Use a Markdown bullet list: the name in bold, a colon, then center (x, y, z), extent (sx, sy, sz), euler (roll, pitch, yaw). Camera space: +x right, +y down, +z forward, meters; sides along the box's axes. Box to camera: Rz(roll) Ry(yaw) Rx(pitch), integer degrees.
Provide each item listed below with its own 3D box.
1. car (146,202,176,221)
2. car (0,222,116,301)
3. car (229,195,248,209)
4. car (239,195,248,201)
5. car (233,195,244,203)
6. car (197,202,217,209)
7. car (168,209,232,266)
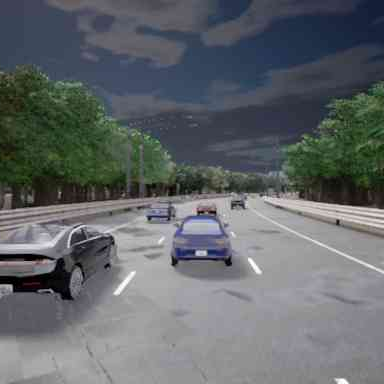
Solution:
- **car**: center (-2.410, 1.539, 27.107), extent (2.033, 1.411, 5.357), euler (0, 0, 4)
- **car**: center (-3.261, 1.487, 8.297), extent (2.128, 1.511, 4.902), euler (0, 0, 1)
- **car**: center (6.220, 1.486, 45.438), extent (1.837, 1.490, 4.892), euler (0, 0, 7)
- **car**: center (14.119, 1.491, 90.556), extent (2.128, 1.511, 4.902), euler (0, 0, 14)
- **car**: center (9.628, 1.470, 68.668), extent (2.128, 1.511, 4.902), euler (0, 0, 10)
- **car**: center (1.515, 1.595, 32.460), extent (1.895, 1.301, 4.718), euler (0, 0, 5)
- **car**: center (0.325, 1.525, 11.488), extent (1.812, 1.442, 4.674), euler (0, 0, 2)
